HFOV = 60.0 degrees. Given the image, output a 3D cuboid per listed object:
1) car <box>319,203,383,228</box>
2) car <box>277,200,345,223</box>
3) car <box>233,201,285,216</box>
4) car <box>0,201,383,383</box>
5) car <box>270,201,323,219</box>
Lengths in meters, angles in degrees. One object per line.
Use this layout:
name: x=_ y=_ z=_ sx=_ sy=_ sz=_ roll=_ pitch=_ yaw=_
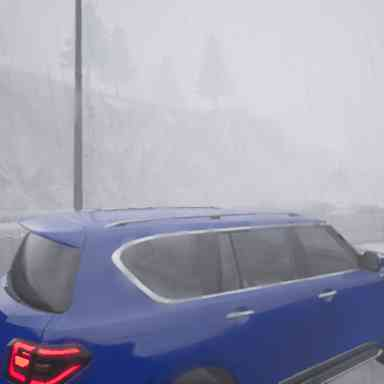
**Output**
car: x=11.397 y=1.510 z=22.681 sx=5.357 sy=1.411 sz=2.033 roll=0 pitch=0 yaw=-27
car: x=9.110 y=1.441 z=25.393 sx=4.902 sy=1.511 sz=2.128 roll=0 pitch=0 yaw=-27
car: x=6.434 y=1.527 z=31.914 sx=4.718 sy=1.301 sz=1.895 roll=0 pitch=0 yaw=-26
car: x=0.666 y=1.211 z=4.079 sx=5.566 sy=2.045 sz=2.150 roll=0 pitch=0 yaw=-34
car: x=9.235 y=1.503 z=29.370 sx=4.181 sy=1.385 sz=1.994 roll=0 pitch=0 yaw=-26
